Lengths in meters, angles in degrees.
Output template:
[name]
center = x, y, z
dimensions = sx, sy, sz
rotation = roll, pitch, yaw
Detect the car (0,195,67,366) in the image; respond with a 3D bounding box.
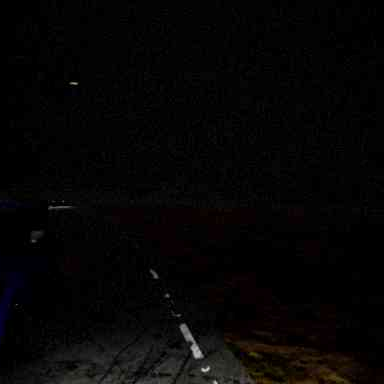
[car]
center = -3.727, 1.147, 5.772
dimensions = 2.150, 2.045, 5.566
rotation = 1, 0, -14
